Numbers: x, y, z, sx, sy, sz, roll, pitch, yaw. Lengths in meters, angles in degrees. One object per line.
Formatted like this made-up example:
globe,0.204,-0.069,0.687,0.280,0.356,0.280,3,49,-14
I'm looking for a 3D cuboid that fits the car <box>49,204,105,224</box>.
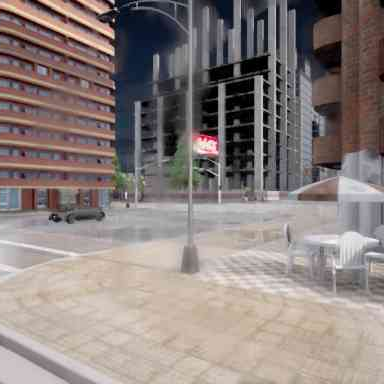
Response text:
car,-8.765,1.616,25.631,1.994,1.385,4.181,0,0,36
